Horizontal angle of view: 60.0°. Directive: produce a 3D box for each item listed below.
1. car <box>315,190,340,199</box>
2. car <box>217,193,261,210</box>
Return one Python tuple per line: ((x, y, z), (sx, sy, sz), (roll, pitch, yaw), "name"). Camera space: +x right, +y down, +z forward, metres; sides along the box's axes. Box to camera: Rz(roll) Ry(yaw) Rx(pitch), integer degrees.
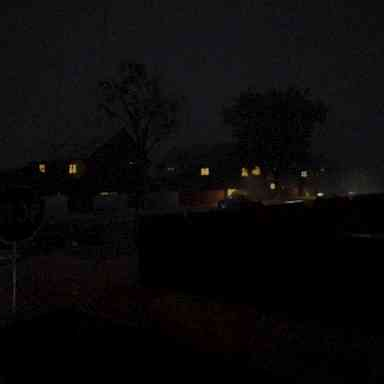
((18.144, 0.484, 44.309), (2.033, 1.411, 5.357), (2, 2, 41), "car")
((4.036, 0.881, 27.990), (2.128, 1.511, 4.902), (2, 2, 41), "car")
